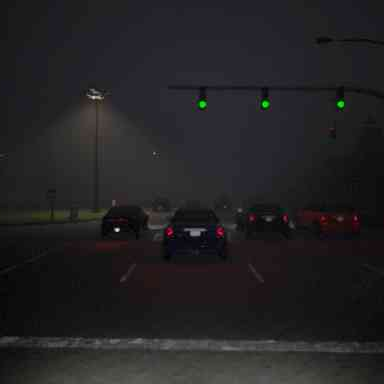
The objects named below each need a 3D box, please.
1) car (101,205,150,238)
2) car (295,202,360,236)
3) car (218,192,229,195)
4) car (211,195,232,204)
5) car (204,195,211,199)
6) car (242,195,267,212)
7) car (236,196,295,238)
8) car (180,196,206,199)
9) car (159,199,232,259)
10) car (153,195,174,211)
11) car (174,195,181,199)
[{"bbox_3d":[-3.403,1.458,17.542,1.837,1.490,4.892,0,0,0],"label":"car"},{"bbox_3d":[7.098,1.305,18.047,2.097,1.767,4.553,0,0,0],"label":"car"},{"bbox_3d":[6.987,1.033,73.302,2.150,2.045,5.566,0,0,0],"label":"car"},{"bbox_3d":[3.595,1.403,38.930,1.837,1.490,4.892,0,0,0],"label":"car"},{"bbox_3d":[3.487,1.346,74.106,2.033,1.411,5.357,0,0,0],"label":"car"},{"bbox_3d":[7.093,1.252,38.152,2.097,1.767,4.553,0,0,0],"label":"car"},{"bbox_3d":[3.597,1.306,17.660,2.097,1.767,4.553,0,0,0],"label":"car"},{"bbox_3d":[0.094,1.458,33.916,2.033,1.411,5.357,0,0,0],"label":"car"},{"bbox_3d":[0.098,1.319,12.520,2.097,1.767,4.553,0,0,0],"label":"car"},{"bbox_3d":[-3.407,1.404,38.205,1.837,1.490,4.892,0,0,0],"label":"car"},{"bbox_3d":[-3.513,1.286,73.271,1.882,1.535,5.008,0,0,0],"label":"car"}]
